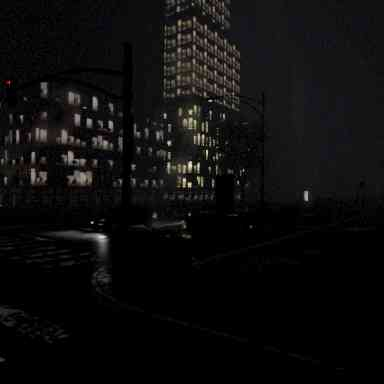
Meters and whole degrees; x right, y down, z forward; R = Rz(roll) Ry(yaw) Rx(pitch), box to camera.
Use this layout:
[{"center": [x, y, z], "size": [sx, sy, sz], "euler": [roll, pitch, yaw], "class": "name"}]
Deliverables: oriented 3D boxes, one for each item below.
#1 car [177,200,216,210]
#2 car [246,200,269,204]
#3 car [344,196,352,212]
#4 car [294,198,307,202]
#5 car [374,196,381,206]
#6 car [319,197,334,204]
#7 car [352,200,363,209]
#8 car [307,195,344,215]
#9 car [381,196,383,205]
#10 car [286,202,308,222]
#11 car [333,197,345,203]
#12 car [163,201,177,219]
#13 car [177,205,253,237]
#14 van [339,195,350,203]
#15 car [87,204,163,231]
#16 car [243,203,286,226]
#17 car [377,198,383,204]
[{"center": [1.269, 1.581, 28.809], "size": [2.128, 1.511, 4.902], "euler": [1, 0, 37], "class": "car"}, {"center": [7.201, 1.628, 36.820], "size": [2.128, 1.511, 4.902], "euler": [1, 0, 37], "class": "car"}, {"center": [18.473, 1.721, 42.271], "size": [1.967, 1.590, 4.097], "euler": [1, 0, 36], "class": "car"}, {"center": [18.188, 1.727, 56.071], "size": [1.752, 1.417, 4.829], "euler": [1, 0, 36], "class": "car"}, {"center": [35.028, 1.941, 64.757], "size": [1.752, 1.417, 4.829], "euler": [1, 0, 36], "class": "car"}, {"center": [28.187, 1.849, 69.599], "size": [1.947, 1.339, 4.313], "euler": [1, 0, 36], "class": "car"}, {"center": [25.030, 1.774, 51.228], "size": [1.967, 1.590, 4.097], "euler": [1, 0, 36], "class": "car"}, {"center": [15.202, 1.569, 37.787], "size": [2.192, 1.841, 5.009], "euler": [1, 0, 36], "class": "car"}, {"center": [41.528, 1.784, 73.548], "size": [2.192, 1.841, 5.009], "euler": [1, 0, 36], "class": "car"}, {"center": [7.963, 1.779, 27.922], "size": [1.802, 1.307, 4.206], "euler": [1, 0, 36], "class": "car"}, {"center": [34.685, 1.863, 78.391], "size": [1.752, 1.417, 4.829], "euler": [1, 0, 36], "class": "car"}, {"center": [-1.609, 1.481, 29.500], "size": [1.967, 1.590, 4.097], "euler": [1, 0, 36], "class": "car"}, {"center": [1.448, 1.696, 19.106], "size": [2.008, 1.369, 4.403], "euler": [1, 0, 36], "class": "car"}, {"center": [38.087, 1.707, 82.991], "size": [1.690, 1.788, 3.998], "euler": [1, 0, 36], "class": "van"}, {"center": [-4.341, 1.550, 21.224], "size": [1.837, 1.490, 4.892], "euler": [1, 0, 36], "class": "car"}, {"center": [4.707, 1.737, 23.514], "size": [1.947, 1.339, 4.313], "euler": [1, 0, 36], "class": "car"}, {"center": [44.825, 2.047, 78.012], "size": [2.008, 1.369, 4.403], "euler": [1, 0, 36], "class": "car"}]
